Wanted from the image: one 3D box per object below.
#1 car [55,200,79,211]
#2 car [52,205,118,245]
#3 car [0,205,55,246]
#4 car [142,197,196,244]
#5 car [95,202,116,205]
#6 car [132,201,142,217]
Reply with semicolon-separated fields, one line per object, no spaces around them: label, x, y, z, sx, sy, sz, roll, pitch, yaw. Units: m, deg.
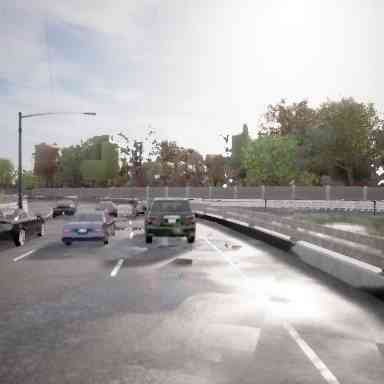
car;-11.359;1.514;29.900;1.837;1.490;4.892;0;0;-16
car;-4.644;1.561;15.516;2.033;1.411;5.357;0;0;-8
car;-8.107;1.493;15.015;2.128;1.511;4.902;0;0;-8
car;-1.184;1.256;16.048;2.150;2.045;5.566;0;0;-8
car;-8.002;1.571;30.888;1.994;1.385;4.181;0;0;-16
car;-4.644;1.561;31.876;2.033;1.411;5.357;0;0;-16
